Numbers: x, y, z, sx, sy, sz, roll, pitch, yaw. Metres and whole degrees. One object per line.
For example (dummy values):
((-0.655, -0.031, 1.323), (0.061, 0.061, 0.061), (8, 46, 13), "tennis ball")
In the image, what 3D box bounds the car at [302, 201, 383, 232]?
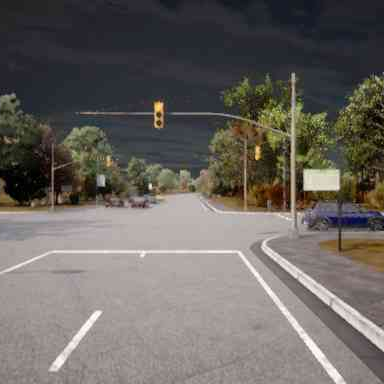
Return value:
((8.994, 1.334, 19.646), (4.553, 1.767, 2.097), (0, 0, 3), "car")

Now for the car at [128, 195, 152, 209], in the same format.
((-7.108, 1.438, 45.692), (1.882, 1.535, 5.008), (0, 0, 0), "car")

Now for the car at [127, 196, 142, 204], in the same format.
((-10.577, 1.451, 61.413), (1.837, 1.490, 4.892), (0, 0, 0), "car")

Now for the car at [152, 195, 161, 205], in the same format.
((-7.093, 1.453, 57.957), (1.837, 1.490, 4.892), (0, 0, 0), "car")

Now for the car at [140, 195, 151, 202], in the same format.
((-10.520, 1.373, 76.242), (1.837, 1.490, 4.892), (0, 0, 0), "car")

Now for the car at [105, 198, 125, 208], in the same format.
((-10.609, 1.524, 45.947), (1.994, 1.385, 4.181), (0, 0, 0), "car")

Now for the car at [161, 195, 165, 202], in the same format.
((-7.019, 1.409, 72.955), (1.882, 1.535, 5.008), (0, 0, 0), "car")
